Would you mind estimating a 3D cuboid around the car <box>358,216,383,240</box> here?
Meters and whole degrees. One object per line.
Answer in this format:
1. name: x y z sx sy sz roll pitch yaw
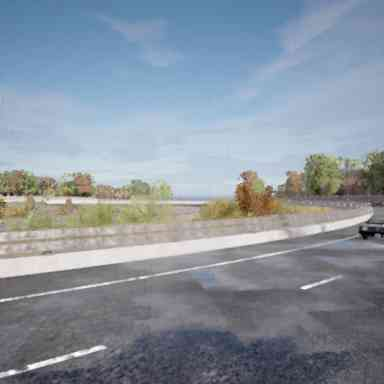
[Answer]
1. car: 10.972 1.961 18.508 1.895 1.301 4.718 -1 -1 43
